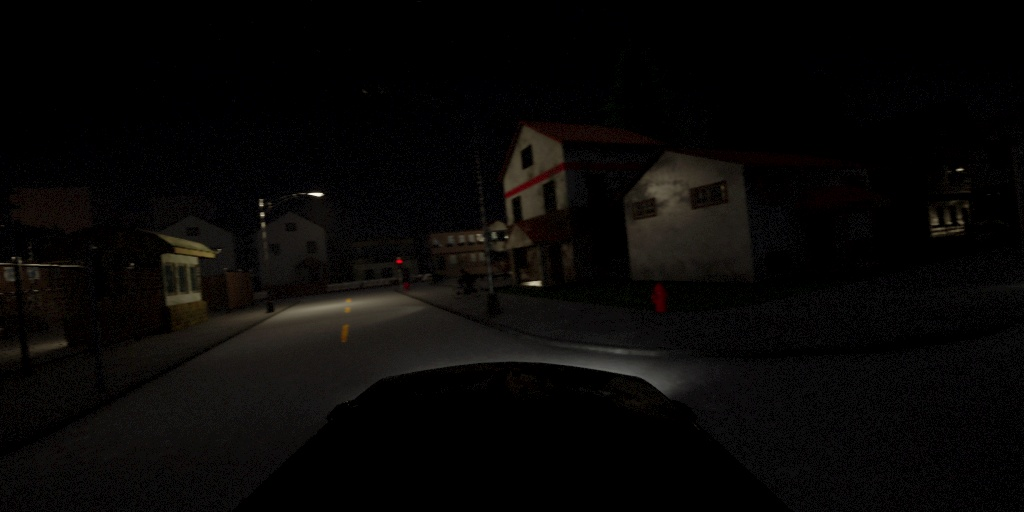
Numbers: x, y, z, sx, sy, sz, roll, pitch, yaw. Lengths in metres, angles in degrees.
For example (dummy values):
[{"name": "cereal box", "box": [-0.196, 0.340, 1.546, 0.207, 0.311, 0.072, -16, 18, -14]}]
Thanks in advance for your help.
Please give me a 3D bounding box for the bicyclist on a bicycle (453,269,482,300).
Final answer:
[{"name": "bicyclist on a bicycle", "box": [-2.439, 1.484, 19.266, 1.656, 1.620, 0.582, -5, -1, -24]}]
